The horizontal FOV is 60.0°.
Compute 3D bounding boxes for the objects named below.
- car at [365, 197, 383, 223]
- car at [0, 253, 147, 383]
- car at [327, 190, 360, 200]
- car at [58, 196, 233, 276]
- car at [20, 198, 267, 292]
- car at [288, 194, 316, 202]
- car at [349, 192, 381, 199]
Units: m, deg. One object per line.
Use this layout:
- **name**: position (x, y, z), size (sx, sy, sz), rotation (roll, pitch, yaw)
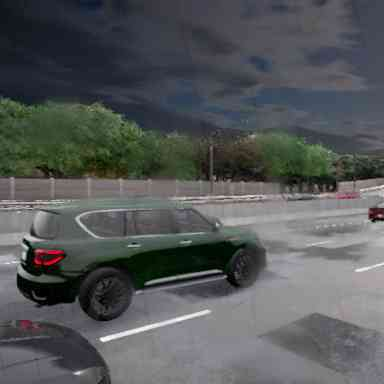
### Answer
- **car**: position (13.656, 1.277, 22.004), size (5.008, 1.535, 1.882), rotation (-1, 1, -35)
- **car**: position (-2.874, 1.508, 1.819), size (4.892, 1.490, 1.837), rotation (0, 0, -36)
- **car**: position (20.196, 0.788, 43.844), size (5.566, 2.045, 2.150), rotation (-1, 0, -35)
- **car**: position (-1.392, 1.207, 11.345), size (5.566, 2.045, 2.150), rotation (0, 0, -35)
- **car**: position (-0.803, 1.213, 7.468), size (5.566, 2.045, 2.150), rotation (0, 0, -35)
- **car**: position (16.414, 1.045, 49.739), size (5.008, 1.535, 1.882), rotation (-1, 0, -35)
- **car**: position (21.764, 1.052, 40.675), size (5.008, 1.535, 1.882), rotation (-1, 0, -35)
